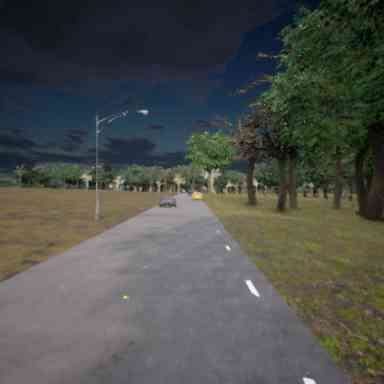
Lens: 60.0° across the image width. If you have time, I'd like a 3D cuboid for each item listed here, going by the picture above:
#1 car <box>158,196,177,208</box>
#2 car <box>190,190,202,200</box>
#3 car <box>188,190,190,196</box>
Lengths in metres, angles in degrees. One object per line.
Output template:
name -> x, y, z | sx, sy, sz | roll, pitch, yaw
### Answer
car -> -2.835, 1.170, 39.434 | 1.994, 1.385, 4.181 | 0, 1, 0
car -> 0.967, 0.726, 64.128 | 1.882, 1.535, 5.008 | 0, 1, 0
car -> 0.007, 0.254, 82.661 | 1.837, 1.490, 4.892 | 0, 1, 0
